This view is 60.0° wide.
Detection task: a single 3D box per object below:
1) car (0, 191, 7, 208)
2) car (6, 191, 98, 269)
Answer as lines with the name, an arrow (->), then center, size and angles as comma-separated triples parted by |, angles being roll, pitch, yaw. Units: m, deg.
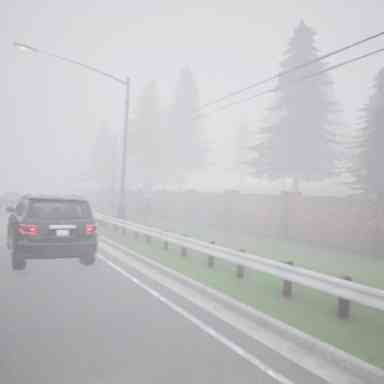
car -> -19.304, 0.713, 35.535 | 2.097, 1.767, 4.553 | 3, -1, -31
car -> -4.688, 1.088, 10.857 | 2.150, 2.045, 5.566 | 3, -1, -31
